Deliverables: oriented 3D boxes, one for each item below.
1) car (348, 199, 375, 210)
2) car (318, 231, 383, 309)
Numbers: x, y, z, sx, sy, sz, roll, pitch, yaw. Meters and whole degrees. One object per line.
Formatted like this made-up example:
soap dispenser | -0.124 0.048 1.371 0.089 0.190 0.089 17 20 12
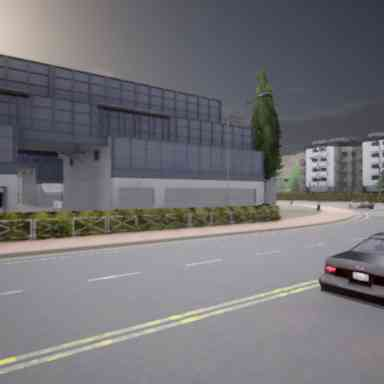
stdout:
car | 22.183 1.616 43.680 1.895 1.301 4.718 0 0 8
car | 5.045 1.551 7.364 5.357 1.411 2.033 0 0 -35
